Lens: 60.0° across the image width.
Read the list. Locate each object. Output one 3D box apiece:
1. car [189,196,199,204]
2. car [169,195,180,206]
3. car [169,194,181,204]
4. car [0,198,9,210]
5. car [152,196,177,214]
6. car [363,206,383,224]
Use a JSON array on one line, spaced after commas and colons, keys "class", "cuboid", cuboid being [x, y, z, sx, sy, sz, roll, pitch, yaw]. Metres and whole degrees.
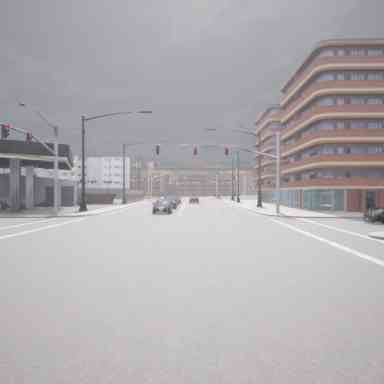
[{"class": "car", "cuboid": [0.435, 1.525, 65.786, 1.812, 1.442, 4.674, 0, 0, 0]}, {"class": "car", "cuboid": [-3.131, 1.352, 44.911, 2.097, 1.767, 4.553, 0, 0, 0]}, {"class": "car", "cuboid": [-3.204, 1.352, 65.083, 2.097, 1.767, 4.553, 0, 0, 0]}, {"class": "car", "cuboid": [-23.941, 1.456, 39.386, 3.806, 1.475, 1.970, 0, 0, 1]}, {"class": "car", "cuboid": [-3.074, 1.491, 35.193, 2.128, 1.511, 4.902, 0, 0, 0]}, {"class": "car", "cuboid": [14.724, 1.352, 23.642, 4.553, 1.767, 2.097, 0, 0, 1]}]
